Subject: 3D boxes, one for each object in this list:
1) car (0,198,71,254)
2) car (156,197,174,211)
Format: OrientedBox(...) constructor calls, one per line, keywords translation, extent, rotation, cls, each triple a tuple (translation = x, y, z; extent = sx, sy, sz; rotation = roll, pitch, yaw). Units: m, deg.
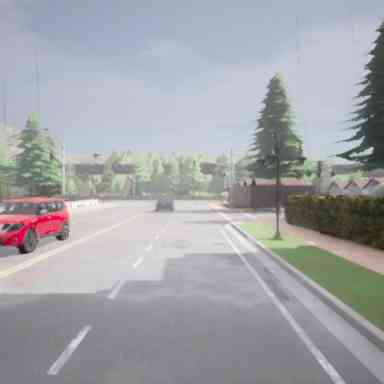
OrientedBox(translation=(-7.010, 1.269, 14.081), extent=(2.150, 2.045, 5.566), rotation=(0, -1, 0), cls="car")
OrientedBox(translation=(-3.397, 1.480, 42.551), extent=(2.097, 1.767, 4.553), rotation=(0, 0, 0), cls="car")
